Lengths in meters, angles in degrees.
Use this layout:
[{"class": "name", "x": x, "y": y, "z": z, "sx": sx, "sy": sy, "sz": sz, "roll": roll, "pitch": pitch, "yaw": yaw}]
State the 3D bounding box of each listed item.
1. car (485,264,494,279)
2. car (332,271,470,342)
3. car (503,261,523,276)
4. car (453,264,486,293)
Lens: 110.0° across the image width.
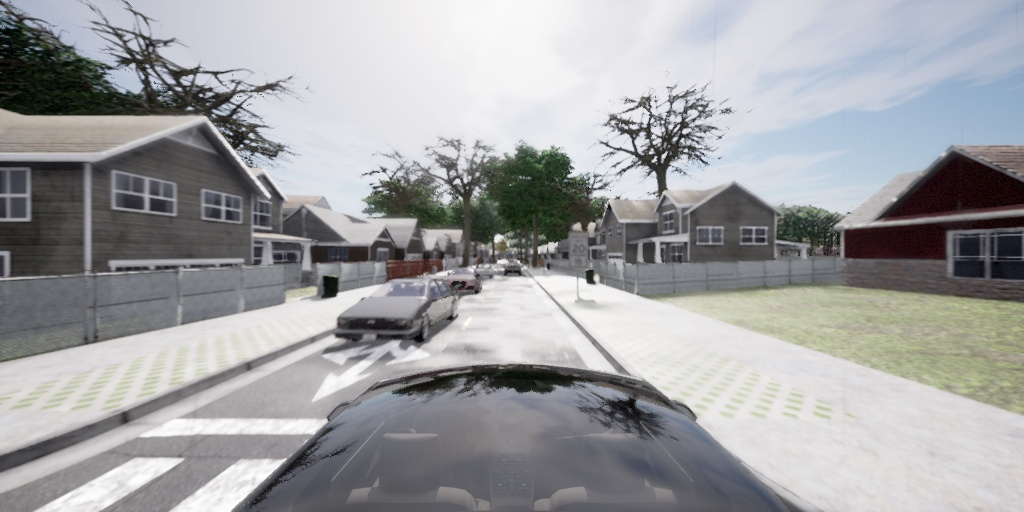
[{"class": "car", "x": -2.746, "y": 1.450, "z": 34.346, "sx": 1.895, "sy": 1.301, "sz": 4.718, "roll": 0, "pitch": 0, "yaw": 0}, {"class": "car", "x": -2.796, "y": 1.320, "z": 10.159, "sx": 2.033, "sy": 1.411, "sz": 5.357, "roll": 0, "pitch": 0, "yaw": 4}, {"class": "car", "x": 0.095, "y": 1.382, "z": 39.466, "sx": 1.837, "sy": 1.490, "sz": 4.892, "roll": 0, "pitch": 0, "yaw": 0}, {"class": "car", "x": -2.798, "y": 1.369, "z": 20.937, "sx": 1.994, "sy": 1.385, "sz": 4.181, "roll": 0, "pitch": 0, "yaw": 0}]
